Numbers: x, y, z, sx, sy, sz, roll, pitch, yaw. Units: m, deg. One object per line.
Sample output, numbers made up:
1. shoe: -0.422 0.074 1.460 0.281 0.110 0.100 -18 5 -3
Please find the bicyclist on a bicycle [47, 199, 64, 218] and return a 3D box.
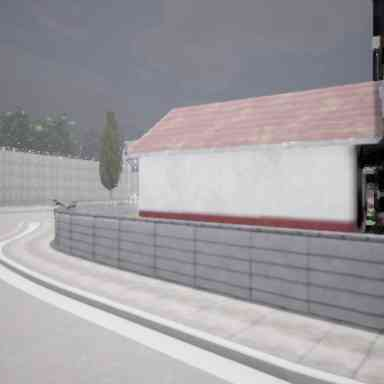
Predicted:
1. bicyclist on a bicycle: -11.172 1.404 27.581 1.656 1.620 0.582 0 0 -4
